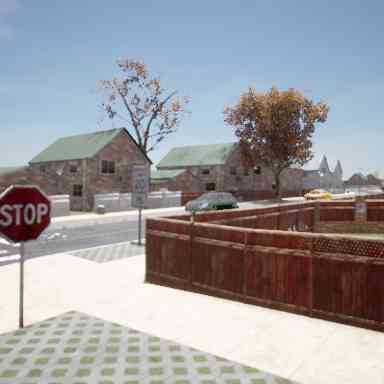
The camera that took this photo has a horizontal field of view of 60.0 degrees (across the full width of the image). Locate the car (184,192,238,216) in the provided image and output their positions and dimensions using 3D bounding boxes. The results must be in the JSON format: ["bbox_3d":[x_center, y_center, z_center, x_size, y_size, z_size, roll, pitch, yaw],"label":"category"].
[{"bbox_3d":[1.498,0.844,24.721,2.097,1.767,4.553,1,2,41],"label":"car"}]

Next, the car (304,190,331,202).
[{"bbox_3d":[15.482,0.509,40.989,1.882,1.535,5.008,2,2,41],"label":"car"}]
